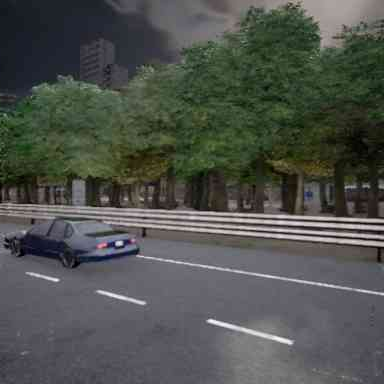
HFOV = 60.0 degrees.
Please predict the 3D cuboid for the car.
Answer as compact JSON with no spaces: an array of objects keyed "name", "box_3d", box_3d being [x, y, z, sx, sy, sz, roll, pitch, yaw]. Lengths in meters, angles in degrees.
[{"name":"car","box_3d":[-4.160,1.550,11.133,5.357,1.411,2.033,0,0,35]}]
